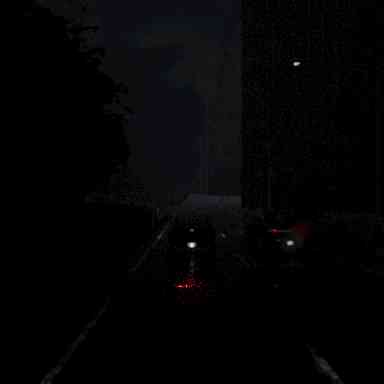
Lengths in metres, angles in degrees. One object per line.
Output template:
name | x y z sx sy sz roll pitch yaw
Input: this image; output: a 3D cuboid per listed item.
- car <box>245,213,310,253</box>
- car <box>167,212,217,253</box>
car | 3.502 1.626 14.289 2.128 1.511 4.902 0 0 0
car | 0.002 1.642 14.299 1.837 1.490 4.892 0 0 0
